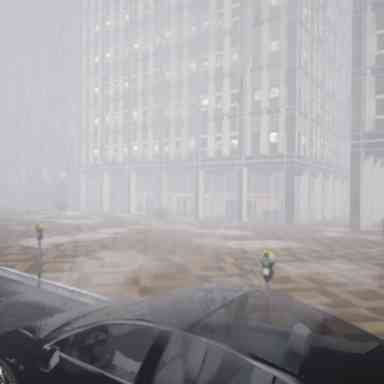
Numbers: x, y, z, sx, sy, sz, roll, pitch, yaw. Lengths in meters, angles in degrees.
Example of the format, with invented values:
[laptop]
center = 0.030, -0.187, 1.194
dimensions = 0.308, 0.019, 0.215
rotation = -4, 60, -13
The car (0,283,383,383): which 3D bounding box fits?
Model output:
[car]
center = -0.082, 1.542, 2.931
dimensions = 4.313, 1.339, 1.947
rotation = 1, 1, 35
